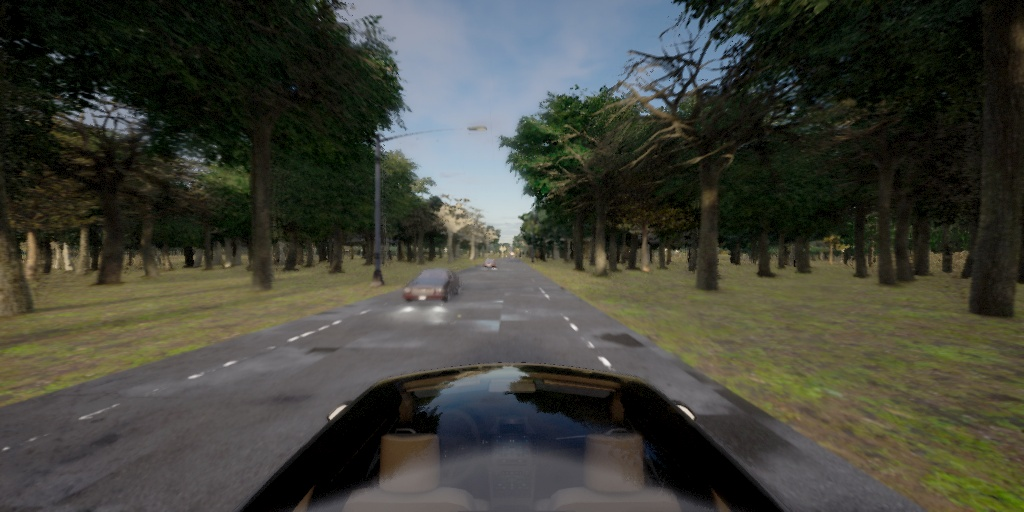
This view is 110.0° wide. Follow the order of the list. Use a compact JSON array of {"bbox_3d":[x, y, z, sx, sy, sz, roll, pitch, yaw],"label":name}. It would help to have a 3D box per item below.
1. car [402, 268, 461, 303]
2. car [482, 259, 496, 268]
[{"bbox_3d":[-3.599,1.298,17.076,2.033,1.411,5.357,0,0,0],"label":"car"},{"bbox_3d":[-3.548,1.191,57.423,1.812,1.442,4.674,0,0,1],"label":"car"}]
